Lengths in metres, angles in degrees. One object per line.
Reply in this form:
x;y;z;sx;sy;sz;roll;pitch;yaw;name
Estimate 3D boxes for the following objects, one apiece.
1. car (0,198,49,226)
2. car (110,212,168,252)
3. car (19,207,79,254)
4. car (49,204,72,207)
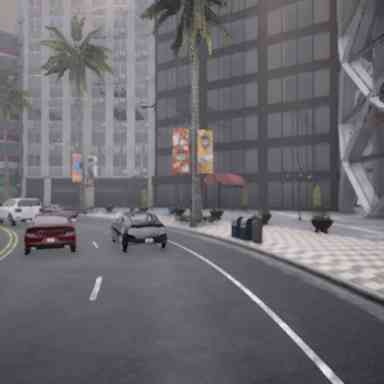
-13.658;1.501;26.287;2.150;2.045;5.566;1;-1;-44;car
-2.508;1.650;14.911;2.128;1.511;4.902;0;-1;-21;car
-6.135;1.631;14.540;1.882;1.535;5.008;0;0;-22;car
-11.766;1.800;29.277;4.902;1.511;2.128;0;-1;44;car
